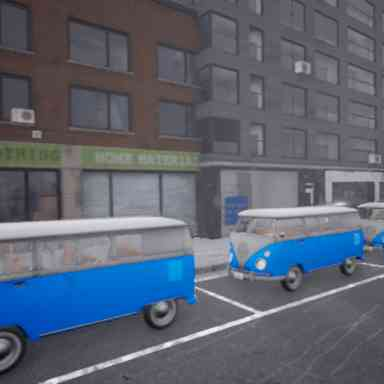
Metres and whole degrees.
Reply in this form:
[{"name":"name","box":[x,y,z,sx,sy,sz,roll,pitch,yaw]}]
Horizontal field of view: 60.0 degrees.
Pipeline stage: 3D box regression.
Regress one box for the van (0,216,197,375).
[{"name":"van","box":[-1.828,1.329,5.242,3.998,1.788,1.690,-1,0,-35]}]

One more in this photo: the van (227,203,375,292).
[{"name":"van","box":[2.720,1.281,8.487,3.998,1.788,1.690,-1,0,-35]}]

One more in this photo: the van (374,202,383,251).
[{"name":"van","box":[7.266,1.233,11.731,3.998,1.788,1.690,-1,0,-35]}]
